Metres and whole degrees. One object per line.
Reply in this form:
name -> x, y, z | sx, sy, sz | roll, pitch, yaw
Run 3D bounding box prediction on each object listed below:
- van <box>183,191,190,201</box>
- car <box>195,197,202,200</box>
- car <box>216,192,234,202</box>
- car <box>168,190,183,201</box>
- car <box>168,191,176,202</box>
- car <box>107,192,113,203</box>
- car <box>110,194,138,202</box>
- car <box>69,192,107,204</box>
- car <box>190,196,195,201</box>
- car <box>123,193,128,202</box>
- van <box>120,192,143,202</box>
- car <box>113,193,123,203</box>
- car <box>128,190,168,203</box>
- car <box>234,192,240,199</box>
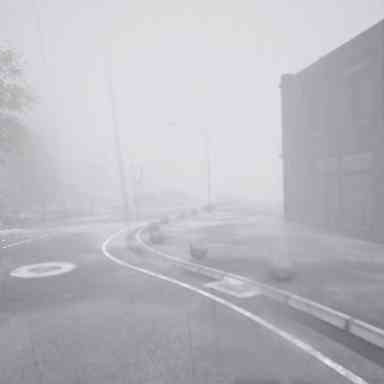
van -> -3.302, 0.797, 61.603 | 4.442, 1.987, 1.878 | -1, -1, 16
car -> -1.344, 1.081, 67.233 | 5.366, 1.575, 1.946 | -1, -1, 16
car -> 5.478, 0.844, 57.284 | 1.882, 1.535, 5.008 | -1, -1, 17
car -> -4.942, 0.732, 55.632 | 5.566, 2.045, 2.435 | -1, -1, 16
car -> -5.718, 0.981, 52.818 | 5.008, 1.535, 2.097 | -1, 0, 16
car -> -17.004, 1.211, 57.922 | 4.892, 1.521, 2.231 | -1, 0, 16
car -> -14.077, 1.286, 68.704 | 5.366, 1.575, 1.946 | -1, -1, 16
car -> -17.721, 0.956, 55.351 | 5.566, 2.045, 2.435 | -1, 0, 16
car -> -2.369, 0.923, 64.494 | 4.553, 1.767, 2.185 | -1, -1, 16
car -> -14.822, 1.257, 66.149 | 5.366, 1.575, 1.946 | -1, -1, 16
van -> -13.009, 1.094, 71.306 | 4.442, 1.987, 1.878 | -1, -1, 16
car -> -16.219, 0.963, 60.603 | 5.566, 2.045, 2.435 | -1, 0, 16
car -> -6.580, 0.855, 49.908 | 4.553, 1.767, 2.185 | -1, 0, 16
car -> 8.434, 0.779, 67.248 | 2.097, 1.767, 4.553 | -1, 0, 17
